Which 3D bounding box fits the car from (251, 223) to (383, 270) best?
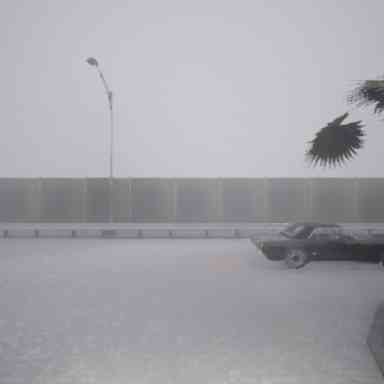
[{"bbox_3d":[4.388,1.648,10.621,4.718,1.301,1.895,0,0,0],"label":"car"}]
